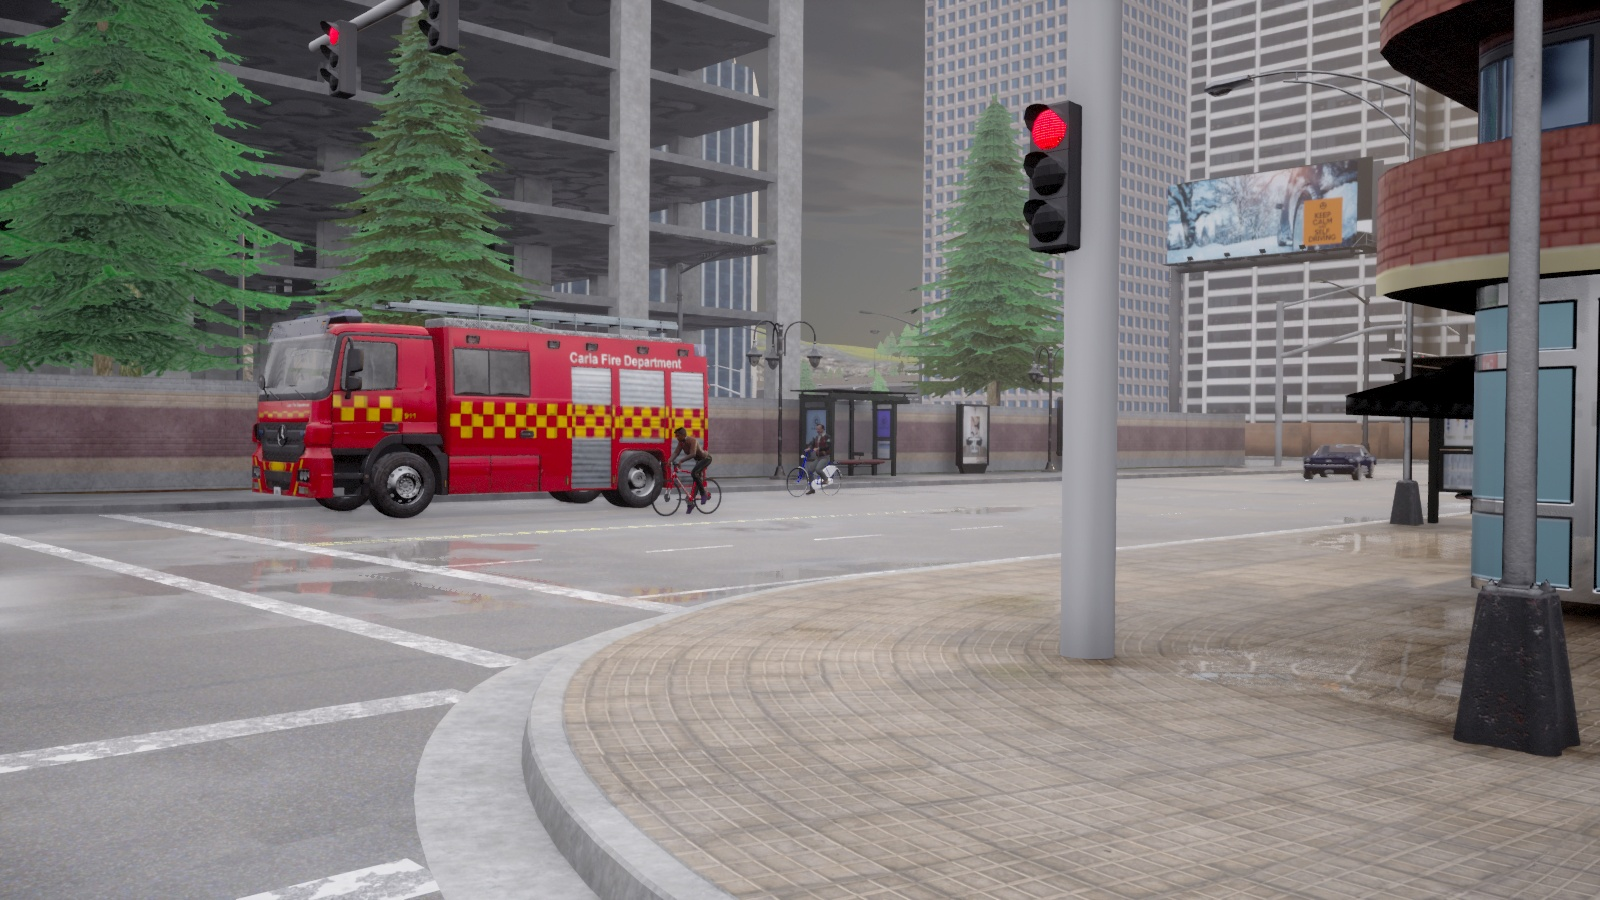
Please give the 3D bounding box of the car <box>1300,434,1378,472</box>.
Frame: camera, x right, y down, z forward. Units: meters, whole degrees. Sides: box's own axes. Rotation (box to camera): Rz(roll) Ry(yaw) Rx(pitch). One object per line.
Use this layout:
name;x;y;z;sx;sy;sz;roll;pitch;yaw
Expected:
car;19.903;0.075;46.300;1.895;1.301;4.718;0;1;33

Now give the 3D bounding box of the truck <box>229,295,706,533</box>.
truck;-6.031;-0.653;24.140;8.468;3.827;2.891;-1;1;-44

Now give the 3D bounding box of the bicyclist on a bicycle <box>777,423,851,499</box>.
bicyclist on a bicycle;0.346;0.242;30.206;1.843;1.776;0.659;-1;1;-44

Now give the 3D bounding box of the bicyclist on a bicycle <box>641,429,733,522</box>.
bicyclist on a bicycle;-2.060;0.443;23.091;1.656;1.620;0.582;-2;1;-44
